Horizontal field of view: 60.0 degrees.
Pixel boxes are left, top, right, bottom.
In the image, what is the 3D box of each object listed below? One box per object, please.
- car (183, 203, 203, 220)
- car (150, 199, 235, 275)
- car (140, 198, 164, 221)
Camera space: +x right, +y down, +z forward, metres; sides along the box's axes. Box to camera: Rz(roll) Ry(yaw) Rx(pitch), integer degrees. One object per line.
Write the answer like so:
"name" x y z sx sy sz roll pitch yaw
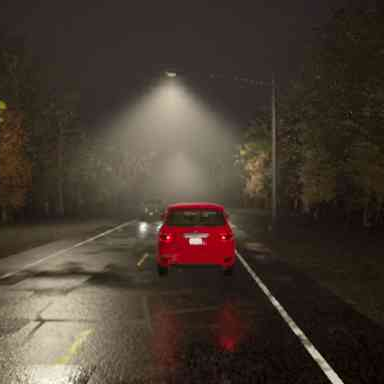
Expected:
"car" 0.114 1.918 33.047 1.812 1.442 4.674 0 0 0
"car" 0.104 1.356 11.079 2.150 2.045 5.566 0 0 0
"car" -3.584 1.603 32.060 2.150 2.045 5.566 0 -1 0
